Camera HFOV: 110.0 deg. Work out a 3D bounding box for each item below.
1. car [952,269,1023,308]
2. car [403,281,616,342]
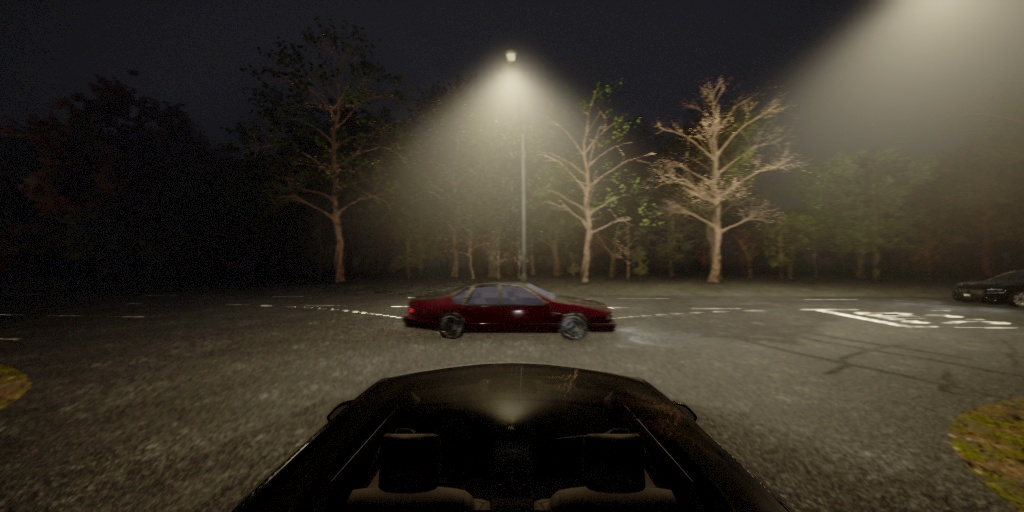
[{"bbox_3d":[21.070,1.260,14.384,5.008,1.535,1.882,-2,-1,6],"label":"car"},{"bbox_3d":[-0.082,1.378,9.590,5.357,1.411,2.033,-1,-1,6],"label":"car"}]
